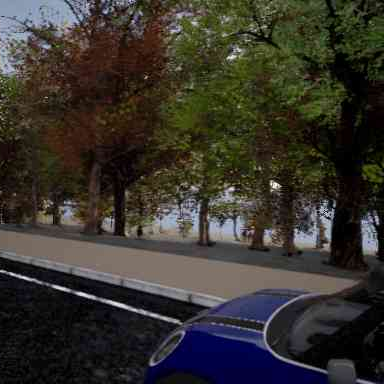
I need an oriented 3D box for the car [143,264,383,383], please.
[{"bbox_3d":[1.766,1.352,2.423,4.553,1.767,2.097,0,0,35],"label":"car"}]
